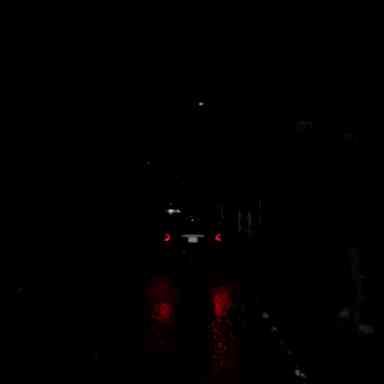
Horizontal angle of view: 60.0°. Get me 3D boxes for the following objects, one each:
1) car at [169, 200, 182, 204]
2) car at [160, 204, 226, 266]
[{"bbox_3d":[-2.813,2.158,57.770,2.097,1.767,4.553,0,-1,0],"label":"car"},{"bbox_3d":[0.042,1.500,12.242,2.097,1.767,4.553,0,-1,0],"label":"car"}]
